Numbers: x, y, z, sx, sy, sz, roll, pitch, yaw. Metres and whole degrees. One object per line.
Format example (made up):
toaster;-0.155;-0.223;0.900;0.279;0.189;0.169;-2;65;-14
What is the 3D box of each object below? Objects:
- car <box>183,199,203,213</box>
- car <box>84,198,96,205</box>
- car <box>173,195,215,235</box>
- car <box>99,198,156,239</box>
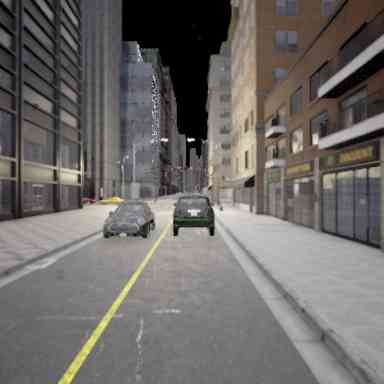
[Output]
car;0.091;1.498;36.989;2.033;1.411;5.357;0;0;0
car;-19.862;1.675;60.468;4.507;1.381;1.887;-1;0;0
car;0.095;1.194;18.722;2.150;2.045;5.566;0;-1;0
car;-3.094;1.333;17.183;2.097;1.767;4.553;0;0;0
